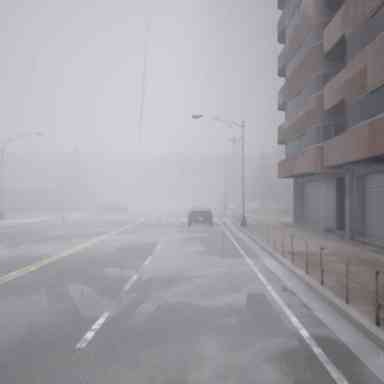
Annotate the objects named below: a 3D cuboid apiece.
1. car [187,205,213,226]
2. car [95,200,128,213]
[{"bbox_3d":[0.658,1.810,26.542,1.882,1.535,5.008,0,-1,1],"label":"car"},{"bbox_3d":[-10.949,1.898,45.167,4.553,1.767,2.097,0,-1,26],"label":"car"}]
